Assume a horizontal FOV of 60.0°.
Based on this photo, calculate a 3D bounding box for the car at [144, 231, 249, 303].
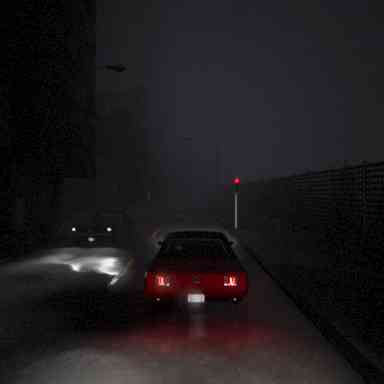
[{"bbox_3d":[0.089,1.601,8.123,1.895,1.301,4.718,0,0,0],"label":"car"}]

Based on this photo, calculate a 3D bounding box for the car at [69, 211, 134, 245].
[{"bbox_3d":[-4.049,1.600,15.590,1.895,1.301,4.718,0,0,0],"label":"car"}]
